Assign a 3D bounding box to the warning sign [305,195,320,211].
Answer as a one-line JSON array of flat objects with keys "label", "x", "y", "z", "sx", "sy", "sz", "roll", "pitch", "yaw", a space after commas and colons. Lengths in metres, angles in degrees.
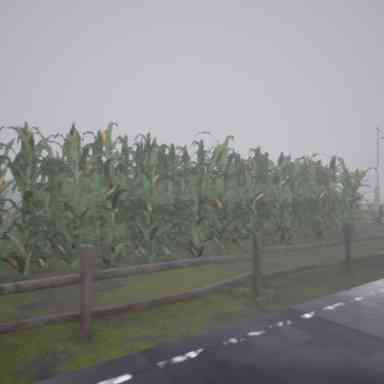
[{"label": "warning sign", "x": 14.276, "y": 1.311, "z": 39.428, "sx": 1.300, "sy": 1.860, "sz": 1.060, "roll": 0, "pitch": 0, "yaw": -36}]
